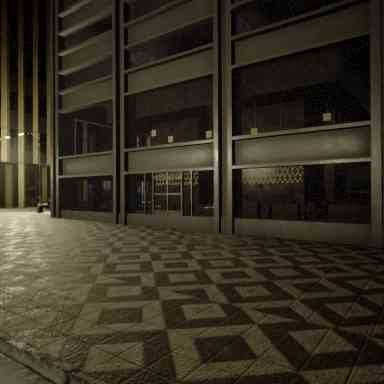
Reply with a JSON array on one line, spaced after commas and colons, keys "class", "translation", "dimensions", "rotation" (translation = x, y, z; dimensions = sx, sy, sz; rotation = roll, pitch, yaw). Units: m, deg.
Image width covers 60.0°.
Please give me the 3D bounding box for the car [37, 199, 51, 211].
[{"class": "car", "translation": [-15.555, 1.339, 38.968], "dimensions": [2.128, 1.511, 4.902], "rotation": [0, 0, 36]}]
